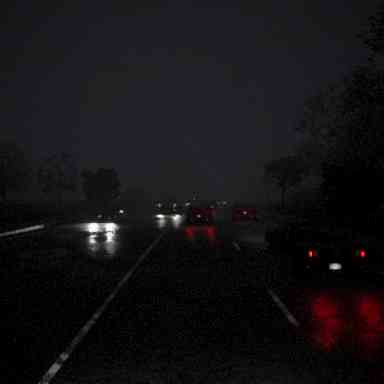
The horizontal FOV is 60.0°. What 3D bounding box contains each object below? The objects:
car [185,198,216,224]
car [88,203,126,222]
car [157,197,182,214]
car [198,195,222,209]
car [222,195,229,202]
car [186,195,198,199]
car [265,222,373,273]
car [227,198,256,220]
[{"bbox_3d":[0.616,1.469,25.121,1.882,1.535,5.008,0,0,3],"label":"car"},{"bbox_3d":[-6.534,1.552,25.867,1.994,1.385,4.181,0,0,3],"label":"car"},{"bbox_3d":[-2.312,1.338,35.294,2.097,1.767,4.553,0,0,6],"label":"car"},{"bbox_3d":[2.306,1.479,42.911,2.128,1.511,4.902,0,0,8],"label":"car"},{"bbox_3d":[7.019,1.373,75.739,1.882,1.535,5.008,0,0,19],"label":"car"},{"bbox_3d":[0.184,1.323,66.549,2.097,1.767,4.553,0,0,16],"label":"car"},{"bbox_3d":[3.662,1.597,10.645,1.895,1.301,4.718,0,0,1],"label":"car"},{"bbox_3d":[4.313,1.470,28.474,1.882,1.535,5.008,0,0,4],"label":"car"}]
